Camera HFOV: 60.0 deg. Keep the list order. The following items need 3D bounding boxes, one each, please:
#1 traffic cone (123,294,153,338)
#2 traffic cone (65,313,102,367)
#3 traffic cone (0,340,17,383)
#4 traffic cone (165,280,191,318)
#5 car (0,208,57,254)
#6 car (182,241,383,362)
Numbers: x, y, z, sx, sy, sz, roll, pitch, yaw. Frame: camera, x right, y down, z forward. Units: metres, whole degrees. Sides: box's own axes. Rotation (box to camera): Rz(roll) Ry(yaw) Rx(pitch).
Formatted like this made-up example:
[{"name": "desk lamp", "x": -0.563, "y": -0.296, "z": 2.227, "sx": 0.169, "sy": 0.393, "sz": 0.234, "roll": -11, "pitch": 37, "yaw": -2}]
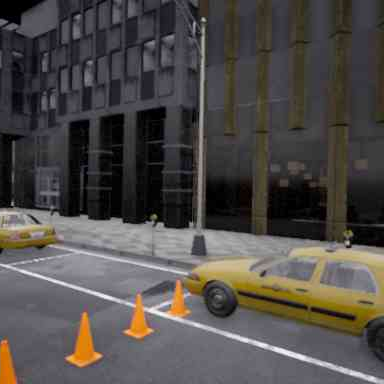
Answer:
[{"name": "traffic cone", "x": -0.829, "y": 1.880, "z": 5.163, "sx": 0.340, "sy": 0.580, "sz": 0.340, "roll": 2, "pitch": 1, "yaw": 35}, {"name": "traffic cone", "x": -1.409, "y": 1.878, "z": 4.350, "sx": 0.340, "sy": 0.580, "sz": 0.340, "roll": 1, "pitch": 1, "yaw": 35}, {"name": "traffic cone", "x": -1.988, "y": 1.877, "z": 3.533, "sx": 0.340, "sy": 0.580, "sz": 0.340, "roll": 2, "pitch": 1, "yaw": 35}, {"name": "traffic cone", "x": -0.250, "y": 1.882, "z": 5.978, "sx": 0.340, "sy": 0.580, "sz": 0.340, "roll": 2, "pitch": 1, "yaw": 35}, {"name": "car", "x": -6.792, "y": 1.253, "z": 11.904, "sx": 4.829, "sy": 1.417, "sz": 1.752, "roll": 2, "pitch": 1, "yaw": 35}, {"name": "car", "x": 2.068, "y": 1.501, "z": 5.603, "sx": 4.829, "sy": 1.417, "sz": 1.752, "roll": 2, "pitch": 1, "yaw": 35}]
